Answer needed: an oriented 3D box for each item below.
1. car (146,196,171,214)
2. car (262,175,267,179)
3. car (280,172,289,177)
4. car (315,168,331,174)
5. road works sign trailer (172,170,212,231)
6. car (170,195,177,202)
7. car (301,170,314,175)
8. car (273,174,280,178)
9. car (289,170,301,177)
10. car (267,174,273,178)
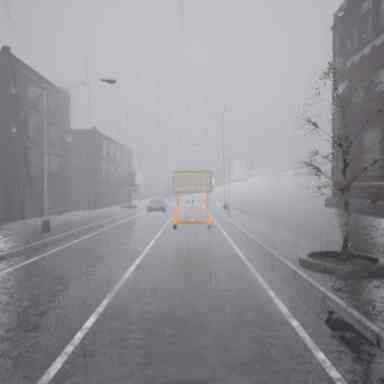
[{"bbox_3d":[-3.586,1.461,34.761,1.837,1.490,4.892,0,0,0],"label":"car"},{"bbox_3d":[21.747,-4.139,91.929,2.231,1.521,4.892,0,1,-1],"label":"car"},{"bbox_3d":[22.459,-3.846,75.333,2.097,1.535,5.008,0,1,-4],"label":"car"},{"bbox_3d":[24.247,-3.483,58.663,2.002,1.452,4.674,0,1,-7],"label":"car"},{"bbox_3d":[0.042,0.439,20.252,2.380,3.560,2.880,0,0,1],"label":"road works sign trailer"},{"bbox_3d":[-4.282,1.481,76.251,2.128,1.511,4.902,0,-1,-7],"label":"car"},{"bbox_3d":[23.545,-3.600,64.136,2.163,1.488,4.792,0,1,-6],"label":"car"},{"bbox_3d":[22.107,-3.913,80.869,2.002,1.452,4.674,0,1,-2],"label":"car"},{"bbox_3d":[22.926,-3.865,69.827,2.185,1.767,4.553,0,1,-5],"label":"car"},{"bbox_3d":[21.875,-4.055,86.411,2.231,1.521,4.892,0,1,-1],"label":"car"}]
